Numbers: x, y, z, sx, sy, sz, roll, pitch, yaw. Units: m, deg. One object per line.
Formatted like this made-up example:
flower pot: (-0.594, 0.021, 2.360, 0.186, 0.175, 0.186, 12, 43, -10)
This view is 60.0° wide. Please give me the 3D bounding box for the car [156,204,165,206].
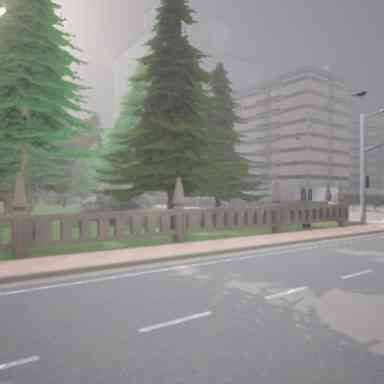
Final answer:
car: (-5.104, 1.783, 58.864, 1.895, 1.301, 4.718, 0, 0, -35)
